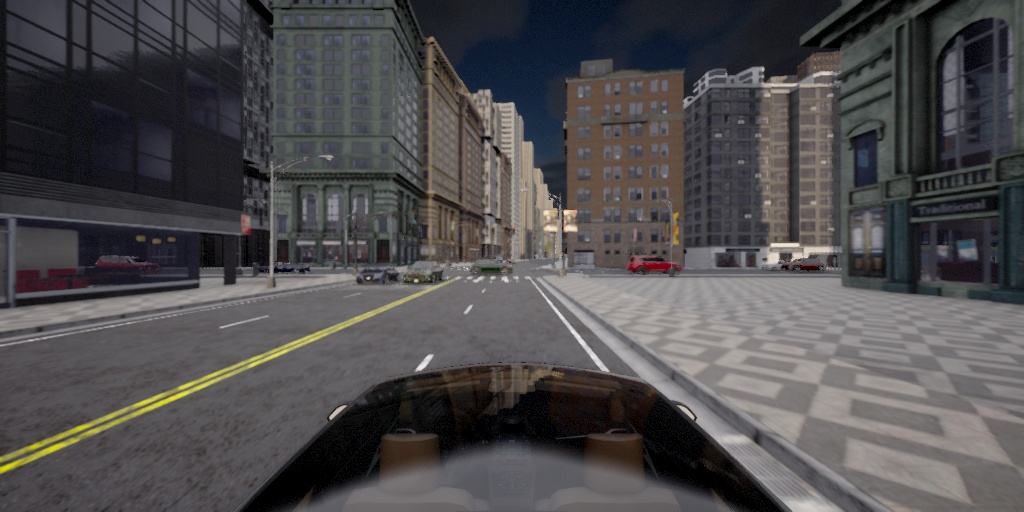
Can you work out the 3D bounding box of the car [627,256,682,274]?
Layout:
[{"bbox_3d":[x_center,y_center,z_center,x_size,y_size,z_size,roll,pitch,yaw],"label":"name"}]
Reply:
[{"bbox_3d":[15.247,0.993,38.614,5.566,2.045,2.150,0,0,0],"label":"car"}]

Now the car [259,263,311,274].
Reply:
[{"bbox_3d":[-24.236,1.369,38.443,4.718,1.301,1.895,0,0,0],"label":"car"}]

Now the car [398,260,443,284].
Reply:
[{"bbox_3d":[-6.534,1.107,26.770,2.097,1.767,4.553,0,0,0],"label":"car"}]

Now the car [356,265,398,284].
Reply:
[{"bbox_3d":[-9.785,1.320,26.459,1.994,1.385,4.181,0,0,1],"label":"car"}]

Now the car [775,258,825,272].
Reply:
[{"bbox_3d":[36.596,1.104,45.273,4.553,1.767,2.097,0,0,0],"label":"car"}]

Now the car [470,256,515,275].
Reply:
[{"bbox_3d":[-2.154,1.100,38.540,4.553,1.767,2.097,0,0,0],"label":"car"}]

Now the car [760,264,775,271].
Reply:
[{"bbox_3d":[36.384,1.352,48.508,4.718,1.301,1.895,0,0,0],"label":"car"}]

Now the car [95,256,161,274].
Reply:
[{"bbox_3d":[-41.013,1.065,38.371,5.566,2.045,2.150,2,0,0],"label":"car"}]
